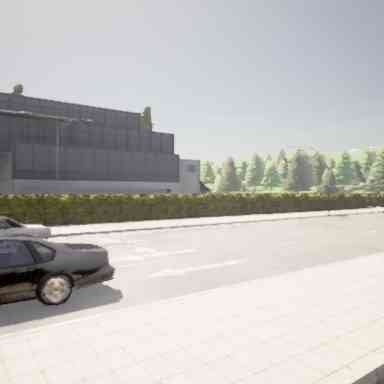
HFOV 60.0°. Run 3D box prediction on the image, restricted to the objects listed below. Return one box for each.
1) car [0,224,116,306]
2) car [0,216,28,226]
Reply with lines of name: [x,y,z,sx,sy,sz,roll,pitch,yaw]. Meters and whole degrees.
car: [-4.263,1.546,6.480,5.357,1.411,2.033,0,0,-35]
car: [-7.936,1.599,12.457,4.718,1.301,1.895,0,0,-35]
